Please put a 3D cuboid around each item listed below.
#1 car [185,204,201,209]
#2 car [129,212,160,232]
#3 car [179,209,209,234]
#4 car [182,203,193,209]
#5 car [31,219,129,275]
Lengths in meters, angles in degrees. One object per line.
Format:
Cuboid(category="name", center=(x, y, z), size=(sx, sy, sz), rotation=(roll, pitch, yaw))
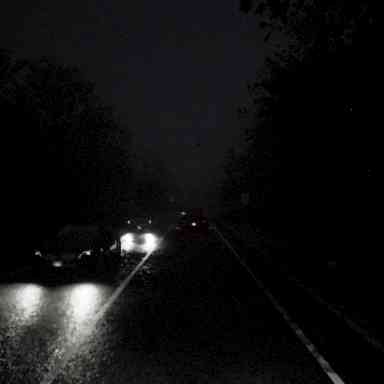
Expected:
Cuboid(category="car", center=(0.480, 2.600, 43.166), size=(1.994, 1.385, 4.181), rotation=(0, -3, 1))
Cuboid(category="car", center=(-3.531, 2.156, 24.564), size=(1.895, 1.301, 4.718), rotation=(0, -2, 0))
Cuboid(category="car", center=(0.125, 2.084, 23.258), size=(1.994, 1.385, 4.181), rotation=(0, -2, 0))
Cuboid(category="car", center=(-0.419, 2.983, 64.137), size=(2.097, 1.767, 4.553), rotation=(1, -1, 12))
Cuboid(category="car", center=(-3.583, 1.714, 11.194), size=(1.812, 1.442, 4.674), rotation=(0, -2, 0))
